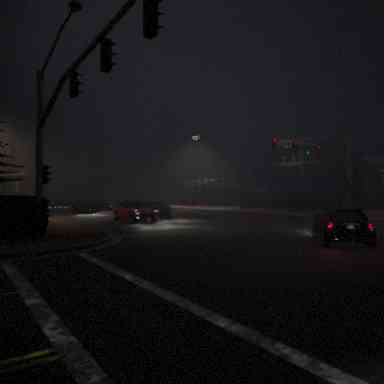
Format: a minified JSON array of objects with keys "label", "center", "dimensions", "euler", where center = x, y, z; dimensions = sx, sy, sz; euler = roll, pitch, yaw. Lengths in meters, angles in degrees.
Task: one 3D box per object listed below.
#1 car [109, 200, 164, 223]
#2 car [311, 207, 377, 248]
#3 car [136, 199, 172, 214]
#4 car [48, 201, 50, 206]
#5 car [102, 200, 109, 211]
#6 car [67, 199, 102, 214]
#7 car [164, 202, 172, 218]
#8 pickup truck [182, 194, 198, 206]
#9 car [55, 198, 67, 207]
[{"label":"car","center":[-4.524,1.476,26.631],"dimensions":[2.097,1.767,4.553],"euler":[1,0,-36]},{"label":"car","center":[7.099,1.510,15.972],"dimensions":[2.097,1.767,4.553],"euler":[0,0,12]},{"label":"car","center":[-4.506,1.677,38.839],"dimensions":[1.882,1.535,5.008],"euler":[1,0,-36]},{"label":"car","center":[-24.562,1.689,54.303],"dimensions":[1.994,1.385,4.181],"euler":[1,0,-36]},{"label":"car","center":[-12.109,1.706,42.986],"dimensions":[2.033,1.411,5.357],"euler":[1,0,-36]},{"label":"car","center":[-12.000,1.686,36.895],"dimensions":[1.994,1.385,4.181],"euler":[1,0,-36]},{"label":"car","center":[-3.775,1.638,31.547],"dimensions":[1.882,1.535,5.008],"euler":[1,0,-36]},{"label":"pickup truck","center":[-0.423,1.430,61.296],"dimensions":[2.390,2.098,6.274],"euler":[1,0,-6]},{"label":"car","center":[-21.929,1.725,56.637],"dimensions":[1.994,1.385,4.181],"euler":[1,0,-36]}]
